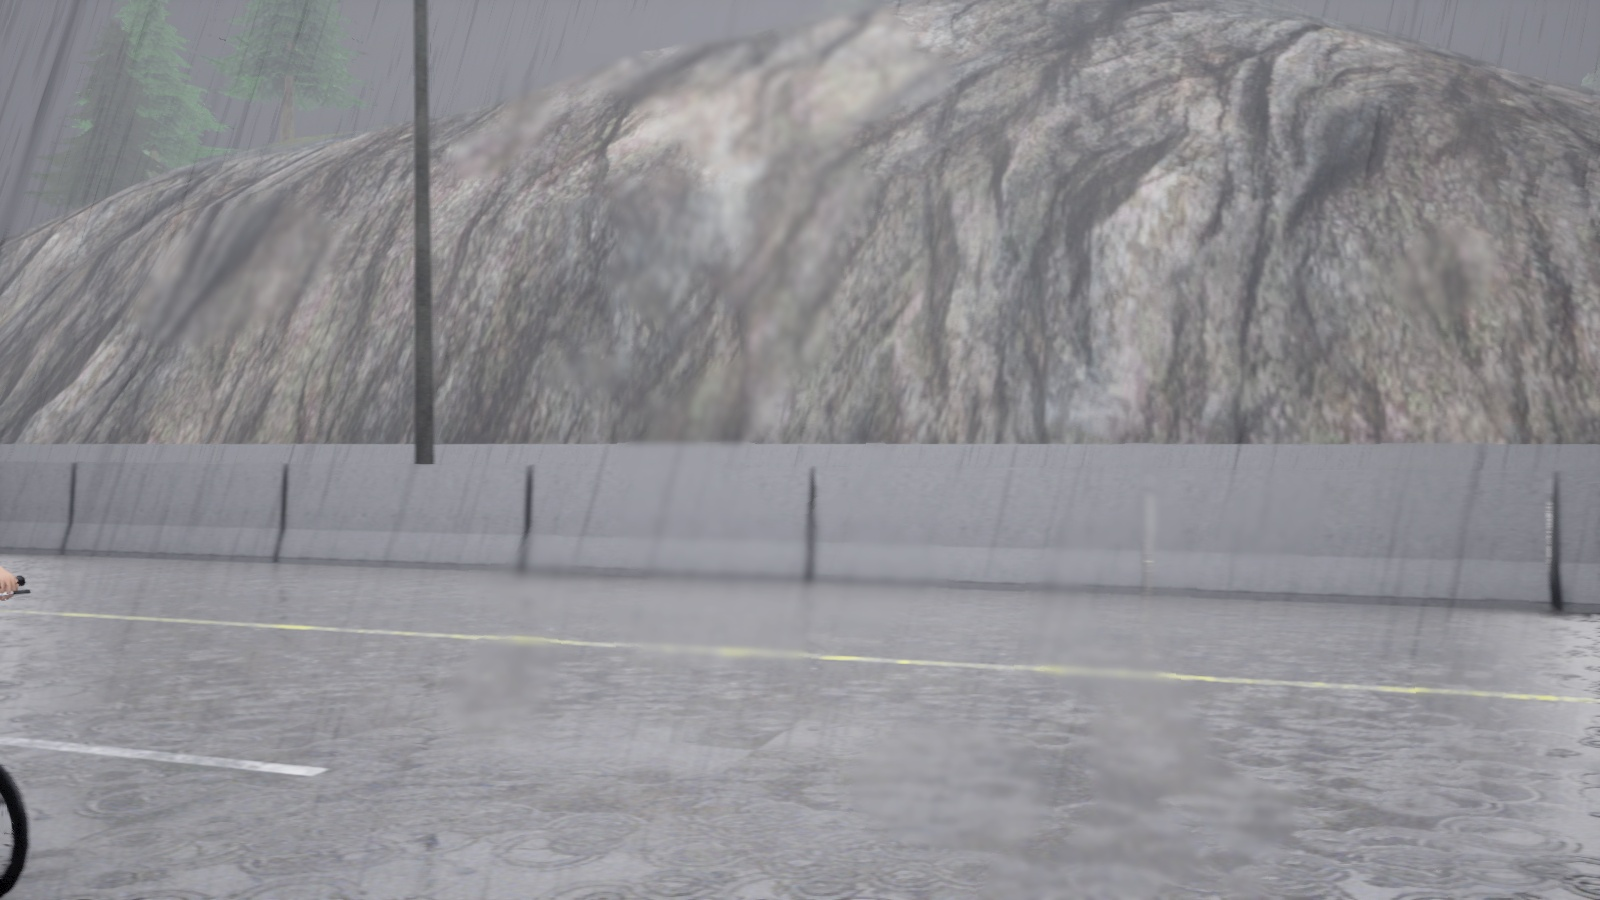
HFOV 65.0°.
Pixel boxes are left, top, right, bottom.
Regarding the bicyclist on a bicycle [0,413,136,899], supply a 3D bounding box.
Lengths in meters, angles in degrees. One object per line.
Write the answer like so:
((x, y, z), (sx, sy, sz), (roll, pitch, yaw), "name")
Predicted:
((-3.218, 0.682, 4.304), (1.509, 1.612, 0.866), (1, 1, 19), "bicyclist on a bicycle")
